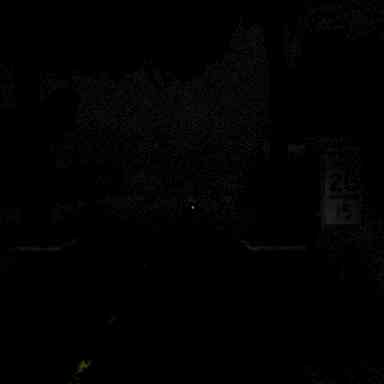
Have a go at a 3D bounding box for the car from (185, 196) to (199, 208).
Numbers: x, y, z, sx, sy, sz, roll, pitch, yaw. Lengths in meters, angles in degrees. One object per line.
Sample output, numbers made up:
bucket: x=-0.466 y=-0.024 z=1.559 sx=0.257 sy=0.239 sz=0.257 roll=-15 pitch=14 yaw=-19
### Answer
car: x=0.018 y=1.411 z=46.812 sx=1.837 sy=1.490 sz=4.892 roll=0 pitch=0 yaw=0

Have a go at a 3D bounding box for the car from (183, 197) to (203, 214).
car: x=0.083 y=1.457 z=34.309 sx=1.994 sy=1.385 sz=4.181 roll=0 pitch=0 yaw=0
